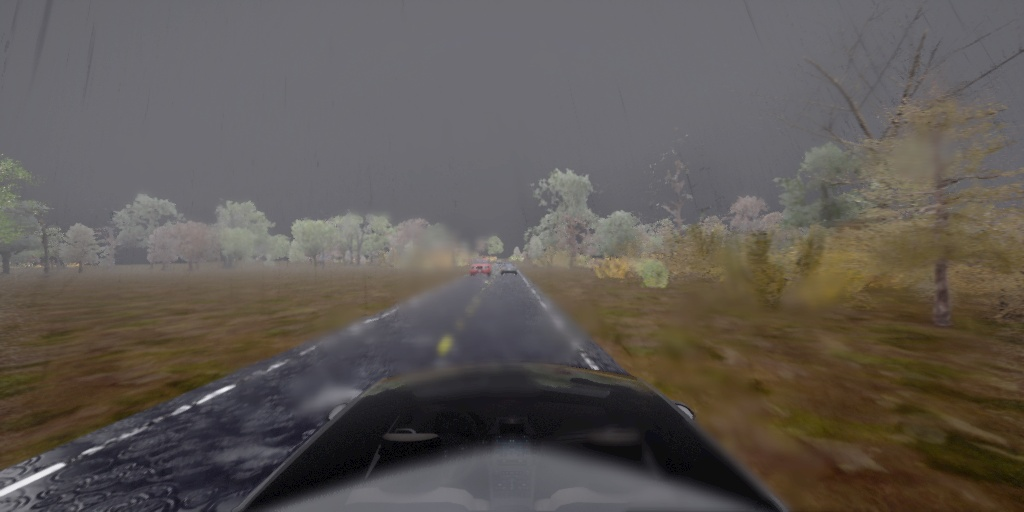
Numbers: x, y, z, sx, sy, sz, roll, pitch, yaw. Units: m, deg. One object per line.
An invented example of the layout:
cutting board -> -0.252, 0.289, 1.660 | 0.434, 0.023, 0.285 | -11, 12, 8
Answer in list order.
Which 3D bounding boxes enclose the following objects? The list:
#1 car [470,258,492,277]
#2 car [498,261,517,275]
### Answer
car -> -3.511, 1.295, 41.609 | 2.150, 2.045, 5.566 | -1, -1, 0
car -> -0.382, 1.604, 45.693 | 1.994, 1.385, 4.181 | -1, 0, -1
